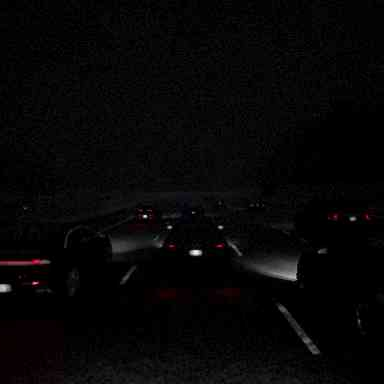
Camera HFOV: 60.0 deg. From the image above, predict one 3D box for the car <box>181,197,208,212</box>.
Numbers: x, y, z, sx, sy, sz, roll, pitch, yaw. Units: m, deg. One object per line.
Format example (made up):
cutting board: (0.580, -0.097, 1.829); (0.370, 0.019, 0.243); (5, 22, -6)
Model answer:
car: (0.109, 1.456, 28.530); (1.882, 1.535, 5.008); (0, 0, 0)

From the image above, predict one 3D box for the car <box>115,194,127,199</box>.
car: (-13.980, 1.227, 66.404); (1.812, 1.442, 4.674); (0, 1, 0)

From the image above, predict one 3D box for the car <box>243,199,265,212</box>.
car: (7.111, 1.477, 38.506); (2.033, 1.411, 5.357); (0, 0, 0)

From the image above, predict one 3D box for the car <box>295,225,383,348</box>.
car: (3.502, 1.584, 6.327); (1.994, 1.385, 4.181); (0, 0, 0)

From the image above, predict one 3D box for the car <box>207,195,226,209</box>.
car: (3.515, 1.441, 44.535); (2.033, 1.411, 5.357); (0, 0, 0)

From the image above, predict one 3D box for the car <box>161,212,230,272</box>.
car: (0.104, 1.588, 10.884); (1.994, 1.385, 4.181); (0, 0, 0)

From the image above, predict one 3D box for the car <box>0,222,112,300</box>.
car: (-3.397, 1.514, 8.400); (2.128, 1.511, 4.902); (0, 0, 0)

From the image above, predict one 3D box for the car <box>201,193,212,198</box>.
car: (3.524, 1.128, 72.255); (1.882, 1.535, 5.008); (0, 1, 0)

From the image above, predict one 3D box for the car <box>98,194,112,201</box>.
car: (-17.479, 1.167, 67.123); (1.882, 1.535, 5.008); (0, 1, 0)

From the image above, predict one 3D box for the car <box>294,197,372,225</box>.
car: (7.043, 1.244, 17.186); (2.150, 2.045, 5.566); (0, 0, 1)

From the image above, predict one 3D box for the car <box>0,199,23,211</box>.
car: (-14.091, 1.488, 24.025); (2.128, 1.511, 4.902); (0, 0, 0)

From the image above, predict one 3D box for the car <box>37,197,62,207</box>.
car: (-21.051, 1.461, 49.203); (1.895, 1.301, 4.718); (0, 0, 0)

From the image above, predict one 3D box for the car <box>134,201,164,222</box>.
car: (-3.392, 1.493, 26.473); (1.837, 1.490, 4.892); (0, 0, 0)
